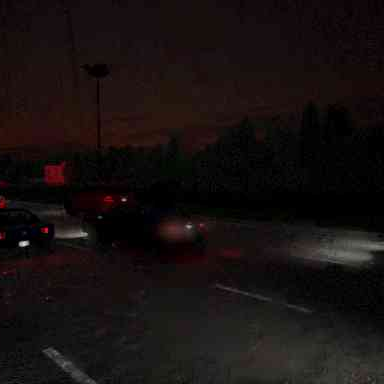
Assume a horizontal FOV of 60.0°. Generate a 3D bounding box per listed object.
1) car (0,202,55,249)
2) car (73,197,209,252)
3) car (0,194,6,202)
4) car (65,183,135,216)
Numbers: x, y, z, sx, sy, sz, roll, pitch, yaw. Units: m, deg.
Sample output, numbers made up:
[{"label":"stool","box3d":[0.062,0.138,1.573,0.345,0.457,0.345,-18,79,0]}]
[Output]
[{"label":"car","box3d":[-6.662,1.234,11.572,4.718,1.301,1.895,1,3,44]},{"label":"car","box3d":[-1.875,1.094,11.789,5.357,1.411,2.033,1,3,44]},{"label":"car","box3d":[-16.050,0.581,25.563,4.553,1.767,2.097,1,3,44]},{"label":"car","box3d":[-5.713,0.488,20.382,5.566,2.045,2.150,1,3,44]}]
